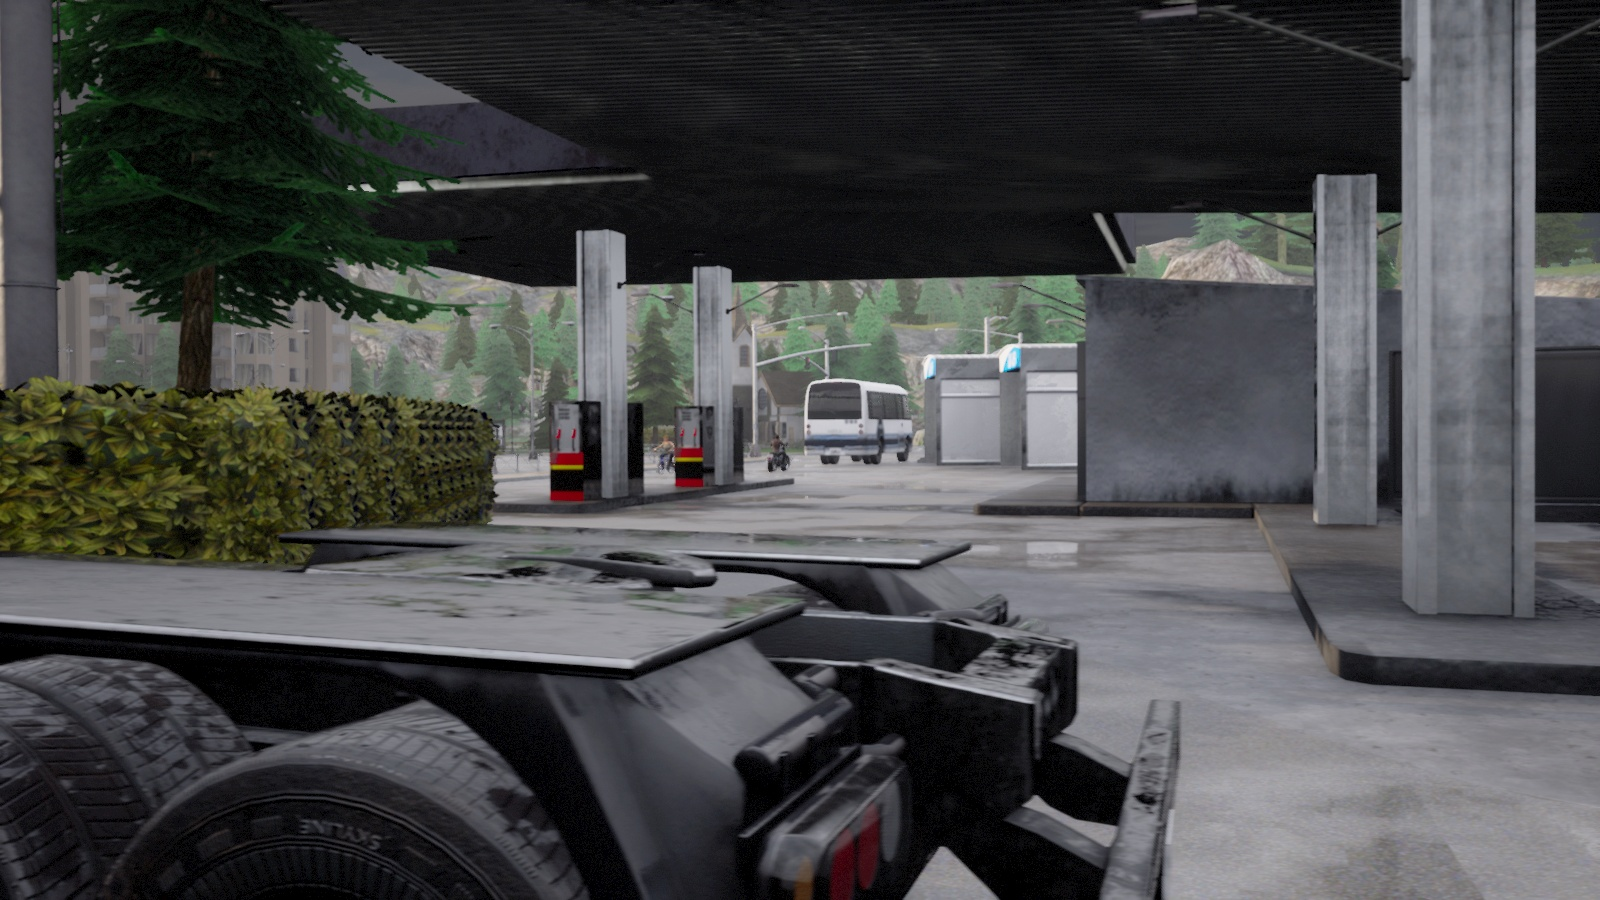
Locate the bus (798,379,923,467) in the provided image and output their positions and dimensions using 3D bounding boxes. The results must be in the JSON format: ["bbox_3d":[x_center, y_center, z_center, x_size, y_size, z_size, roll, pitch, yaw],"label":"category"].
[{"bbox_3d":[3.401,-1.386,66.335,3.944,4.253,10.273,0,1,19],"label":"bus"}]

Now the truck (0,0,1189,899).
[{"bbox_3d":[-2.928,-0.150,4.141,7.936,3.462,2.891,1,0,18],"label":"truck"}]

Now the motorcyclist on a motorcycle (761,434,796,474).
[{"bbox_3d":[-0.894,0.142,53.582,0.766,1.649,2.350,0,1,19],"label":"motorcyclist on a motorcycle"}]

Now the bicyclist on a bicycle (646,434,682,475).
[{"bbox_3d":[-5.493,0.173,50.875,0.866,1.612,1.509,0,1,19],"label":"bicyclist on a bicycle"}]
